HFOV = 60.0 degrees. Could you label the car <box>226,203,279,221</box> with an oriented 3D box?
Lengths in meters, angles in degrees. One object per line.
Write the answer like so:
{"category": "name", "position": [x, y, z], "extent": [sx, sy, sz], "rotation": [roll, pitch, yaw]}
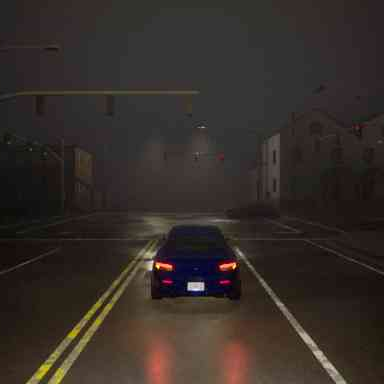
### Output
{"category": "car", "position": [4.901, 1.563, 26.946], "extent": [4.181, 1.385, 1.994], "rotation": [1, 0, -15]}

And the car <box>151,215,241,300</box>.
{"category": "car", "position": [0.087, 1.526, 8.263], "extent": [1.812, 1.442, 4.674], "rotation": [0, 0, 0]}
